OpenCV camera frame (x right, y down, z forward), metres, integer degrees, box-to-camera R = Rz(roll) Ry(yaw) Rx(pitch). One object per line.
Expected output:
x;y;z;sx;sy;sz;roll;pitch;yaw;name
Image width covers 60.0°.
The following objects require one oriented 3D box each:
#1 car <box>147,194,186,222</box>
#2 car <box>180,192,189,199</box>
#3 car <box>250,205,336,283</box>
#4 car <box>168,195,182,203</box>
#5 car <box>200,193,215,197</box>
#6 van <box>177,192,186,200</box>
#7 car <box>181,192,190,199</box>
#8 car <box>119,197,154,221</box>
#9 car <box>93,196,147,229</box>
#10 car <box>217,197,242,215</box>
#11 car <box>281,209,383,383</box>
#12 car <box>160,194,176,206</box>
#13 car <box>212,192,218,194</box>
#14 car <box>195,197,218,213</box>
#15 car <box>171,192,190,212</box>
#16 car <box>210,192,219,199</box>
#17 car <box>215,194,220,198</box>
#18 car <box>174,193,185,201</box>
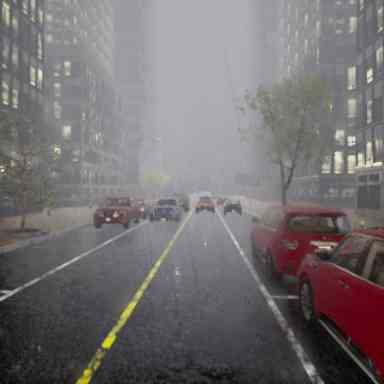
-1.825;1.245;24.599;2.097;1.767;4.553;0;0;2;car
-1.906;0.881;87.544;2.192;1.841;5.009;0;0;2;car
2.911;1.283;9.475;2.192;1.841;5.009;0;0;2;car
-3.004;1.238;59.773;2.008;1.369;4.403;0;0;2;car
1.754;1.265;44.722;1.882;1.535;5.008;0;1;3;car
-2.345;0.955;76.435;1.690;1.788;3.998;0;0;2;van
-1.686;0.857;93.098;2.192;1.841;5.009;0;0;2;car
-4.321;1.279;26.447;1.967;1.590;4.097;0;0;2;car
-4.539;1.181;20.892;2.192;1.841;5.009;0;0;2;car
3.773;1.413;31.691;2.008;1.369;4.403;0;0;2;car
2.787;1.311;3.918;2.192;1.841;5.009;0;0;2;car
-3.443;1.177;48.664;1.967;1.590;4.097;0;0;2;car
5.528;1.214;76.126;2.008;1.369;4.403;0;0;2;car
1.350;1.439;33.617;1.895;1.301;4.718;0;0;3;car
-1.384;1.033;35.729;2.150;2.045;5.566;0;0;2;car
5.968;0.930;87.233;2.192;1.841;5.009;0;0;2;car
4.431;1.331;48.354;1.887;1.381;4.507;0;0;2;car
-2.564;1.079;70.881;1.967;1.590;4.097;0;0;2;car
